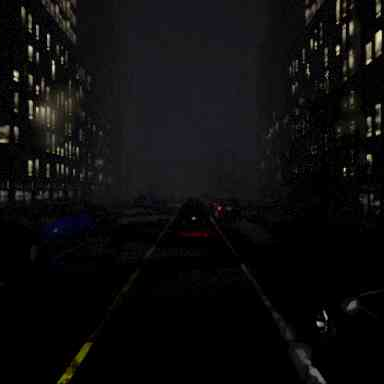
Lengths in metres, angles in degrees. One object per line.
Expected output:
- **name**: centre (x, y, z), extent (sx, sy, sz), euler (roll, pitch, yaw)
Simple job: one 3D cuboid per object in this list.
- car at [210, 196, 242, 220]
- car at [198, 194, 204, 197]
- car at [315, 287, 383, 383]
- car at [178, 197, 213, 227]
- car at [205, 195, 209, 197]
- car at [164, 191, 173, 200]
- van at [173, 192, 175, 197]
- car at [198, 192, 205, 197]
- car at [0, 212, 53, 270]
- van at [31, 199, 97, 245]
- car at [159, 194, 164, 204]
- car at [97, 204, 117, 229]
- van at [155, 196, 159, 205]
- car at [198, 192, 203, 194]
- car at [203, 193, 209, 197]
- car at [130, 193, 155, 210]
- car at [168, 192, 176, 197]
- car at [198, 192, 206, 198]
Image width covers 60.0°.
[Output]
- **car**: centre (2.691, 1.238, 25.956), extent (1.967, 1.590, 4.097), euler (0, 0, 0)
- **car**: centre (0.095, 1.257, 39.086), extent (1.994, 1.385, 4.181), euler (0, 0, 0)
- **car**: centre (2.693, 1.541, 3.191), extent (1.947, 1.339, 4.313), euler (0, 0, 0)
- **car**: centre (0.098, 1.313, 21.196), extent (1.882, 1.535, 5.008), euler (0, 0, 0)
- **car**: centre (2.689, 1.289, 37.341), extent (1.802, 1.307, 4.206), euler (0, 0, 0)
- **car**: centre (-5.696, 0.955, 71.336), extent (1.752, 1.417, 4.829), euler (0, 0, 0)
- **van**: centre (-5.697, 0.675, 82.889), extent (1.690, 1.788, 3.998), euler (0, 0, 0)
- **car**: centre (2.681, 0.784, 94.258), extent (1.887, 1.381, 4.507), euler (0, 0, 0)
- **car**: centre (-5.688, 1.476, 8.894), extent (1.887, 1.381, 4.507), euler (0, 0, 0)
- **van**: centre (-5.688, 1.228, 14.585), extent (1.690, 1.788, 3.998), euler (0, 0, 0)
- **car**: centre (-5.693, 1.180, 48.739), extent (1.947, 1.339, 4.313), euler (0, 0, 0)
- **car**: centre (-5.689, 1.424, 20.279), extent (1.802, 1.307, 4.206), euler (0, 0, 0)
- **van**: centre (-5.691, 1.002, 43.045), extent (1.690, 1.788, 3.998), euler (0, 0, 0)
- **car**: centre (2.685, 0.869, 71.490), extent (1.967, 1.590, 4.097), euler (0, 0, 0)
- **car**: centre (2.688, 1.185, 43.203), extent (1.752, 1.417, 4.829), euler (0, 0, 0)
- **car**: centre (-5.691, 1.147, 37.353), extent (1.967, 1.590, 4.097), euler (0, 0, 0)
- **car**: centre (-5.698, 0.679, 94.273), extent (1.967, 1.590, 4.097), euler (0, 0, 0)
- **car**: centre (2.682, 0.837, 88.567), extent (2.008, 1.369, 4.403), euler (0, 0, 0)
